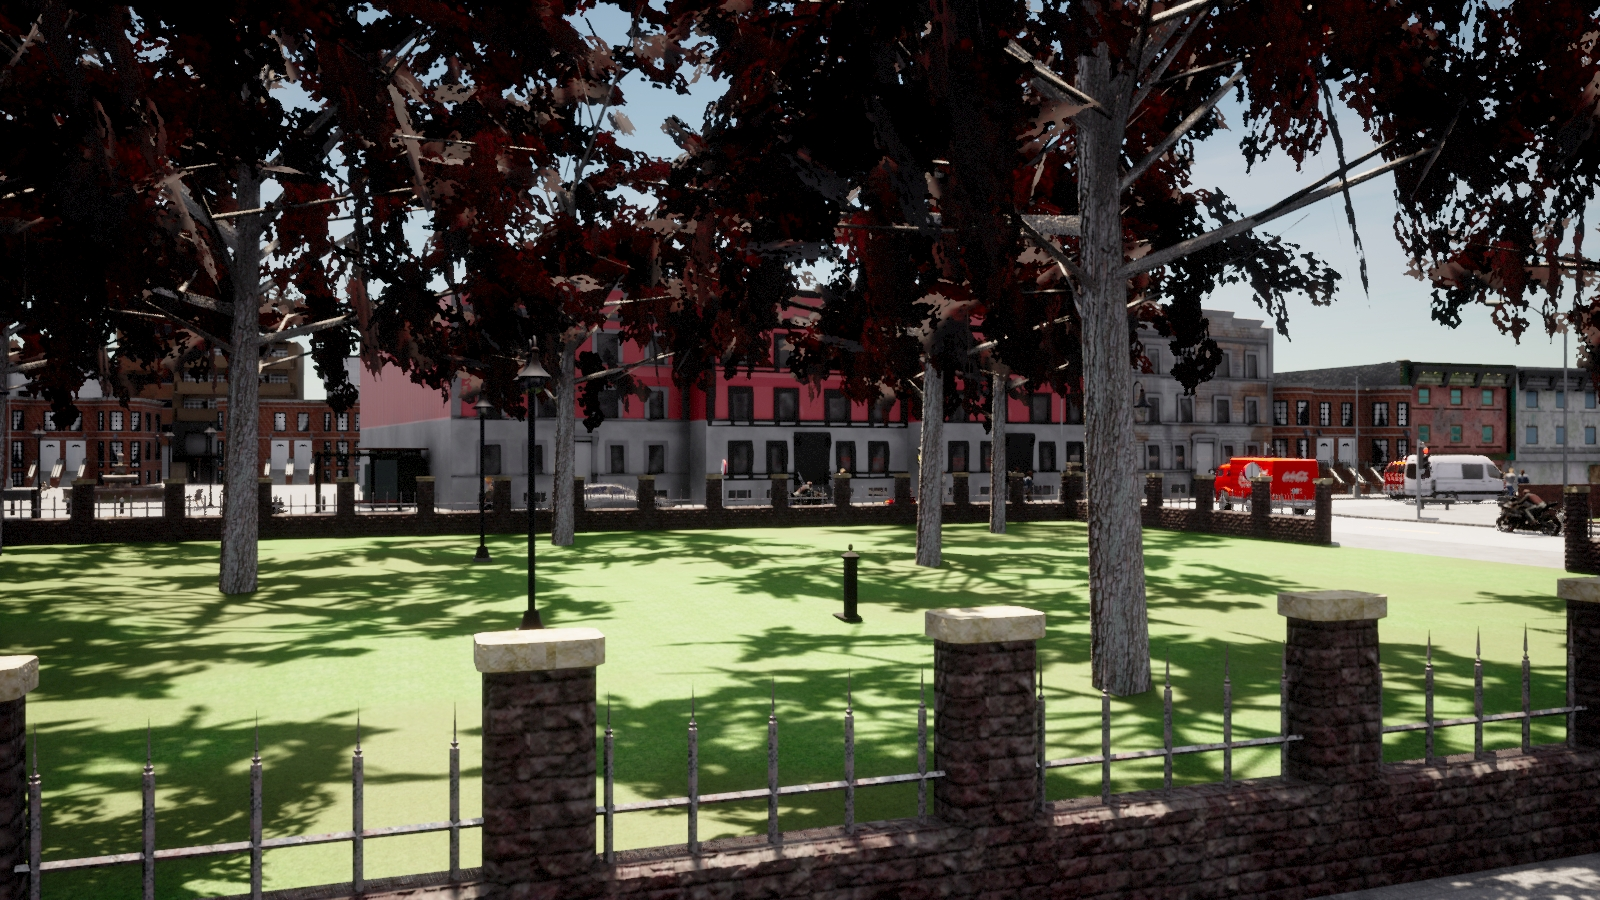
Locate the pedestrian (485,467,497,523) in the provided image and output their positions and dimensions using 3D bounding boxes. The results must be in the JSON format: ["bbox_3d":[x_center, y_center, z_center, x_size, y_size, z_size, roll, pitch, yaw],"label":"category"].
[{"bbox_3d":[-10.462,1.523,38.654,0.375,1.860,0.375,0,0,-19],"label":"pedestrian"}]

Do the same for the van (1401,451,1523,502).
[{"bbox_3d":[34.337,1.314,59.281,5.915,2.561,1.988,0,0,-17],"label":"van"}]

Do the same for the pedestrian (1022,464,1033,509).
[{"bbox_3d":[9.532,1.526,47.904,0.375,1.860,0.375,0,0,22],"label":"pedestrian"}]

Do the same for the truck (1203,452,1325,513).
[{"bbox_3d":[20.324,1.358,50.364,2.627,2.467,5.204,0,1,-9],"label":"truck"}]

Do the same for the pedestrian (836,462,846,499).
[{"bbox_3d":[2.077,1.523,57.630,0.375,1.860,0.375,0,0,-25],"label":"pedestrian"}]

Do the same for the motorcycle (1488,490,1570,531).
[{"bbox_3d":[24.140,1.985,37.889,0.867,1.251,2.209,0,0,-21],"label":"motorcycle"}]

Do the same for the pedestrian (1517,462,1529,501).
[{"bbox_3d":[34.662,1.518,54.765,0.375,1.860,0.375,0,0,-31],"label":"pedestrian"}]

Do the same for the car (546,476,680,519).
[{"bbox_3d":[-7.328,1.827,44.794,4.902,1.511,2.128,0,0,-19],"label":"car"}]

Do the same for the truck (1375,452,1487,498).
[{"bbox_3d":[35.004,1.348,63.458,5.204,2.467,2.627,0,0,-19],"label":"truck"}]

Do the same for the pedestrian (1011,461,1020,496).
[{"bbox_3d":[11.478,1.524,60.814,0.375,1.860,0.375,0,0,-8],"label":"pedestrian"}]

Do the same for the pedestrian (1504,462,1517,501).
[{"bbox_3d":[34.414,1.515,55.321,0.375,1.860,0.375,0,0,-15],"label":"pedestrian"}]

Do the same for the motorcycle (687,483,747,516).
[{"bbox_3d":[-3.337,1.985,45.900,2.209,1.251,0.867,0,0,-21],"label":"motorcycle"}]

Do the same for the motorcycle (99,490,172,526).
[{"bbox_3d":[-22.932,1.994,39.474,2.033,1.145,0.803,0,0,-19],"label":"motorcycle"}]
